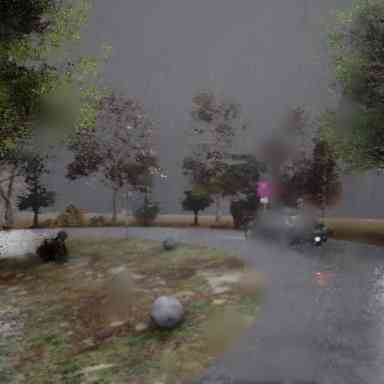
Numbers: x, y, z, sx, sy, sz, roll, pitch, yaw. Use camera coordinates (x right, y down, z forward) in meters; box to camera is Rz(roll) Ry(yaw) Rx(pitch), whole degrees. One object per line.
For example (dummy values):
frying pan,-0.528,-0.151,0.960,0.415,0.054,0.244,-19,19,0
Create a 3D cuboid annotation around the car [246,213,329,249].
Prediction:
car,4.418,1.792,16.275,1.837,1.490,4.892,1,-2,-21
